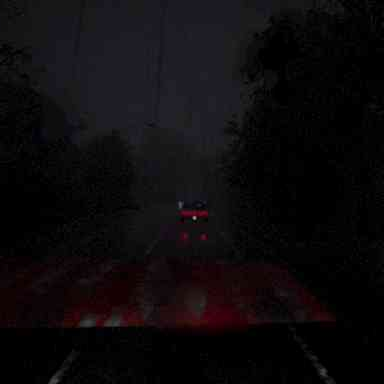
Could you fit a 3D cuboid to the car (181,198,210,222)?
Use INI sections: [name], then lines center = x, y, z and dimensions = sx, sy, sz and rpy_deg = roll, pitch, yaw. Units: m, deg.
[car]
center = 0.217, 1.393, 24.259
dimensions = 1.895, 1.301, 4.718
rpy_deg = 0, 1, 1
